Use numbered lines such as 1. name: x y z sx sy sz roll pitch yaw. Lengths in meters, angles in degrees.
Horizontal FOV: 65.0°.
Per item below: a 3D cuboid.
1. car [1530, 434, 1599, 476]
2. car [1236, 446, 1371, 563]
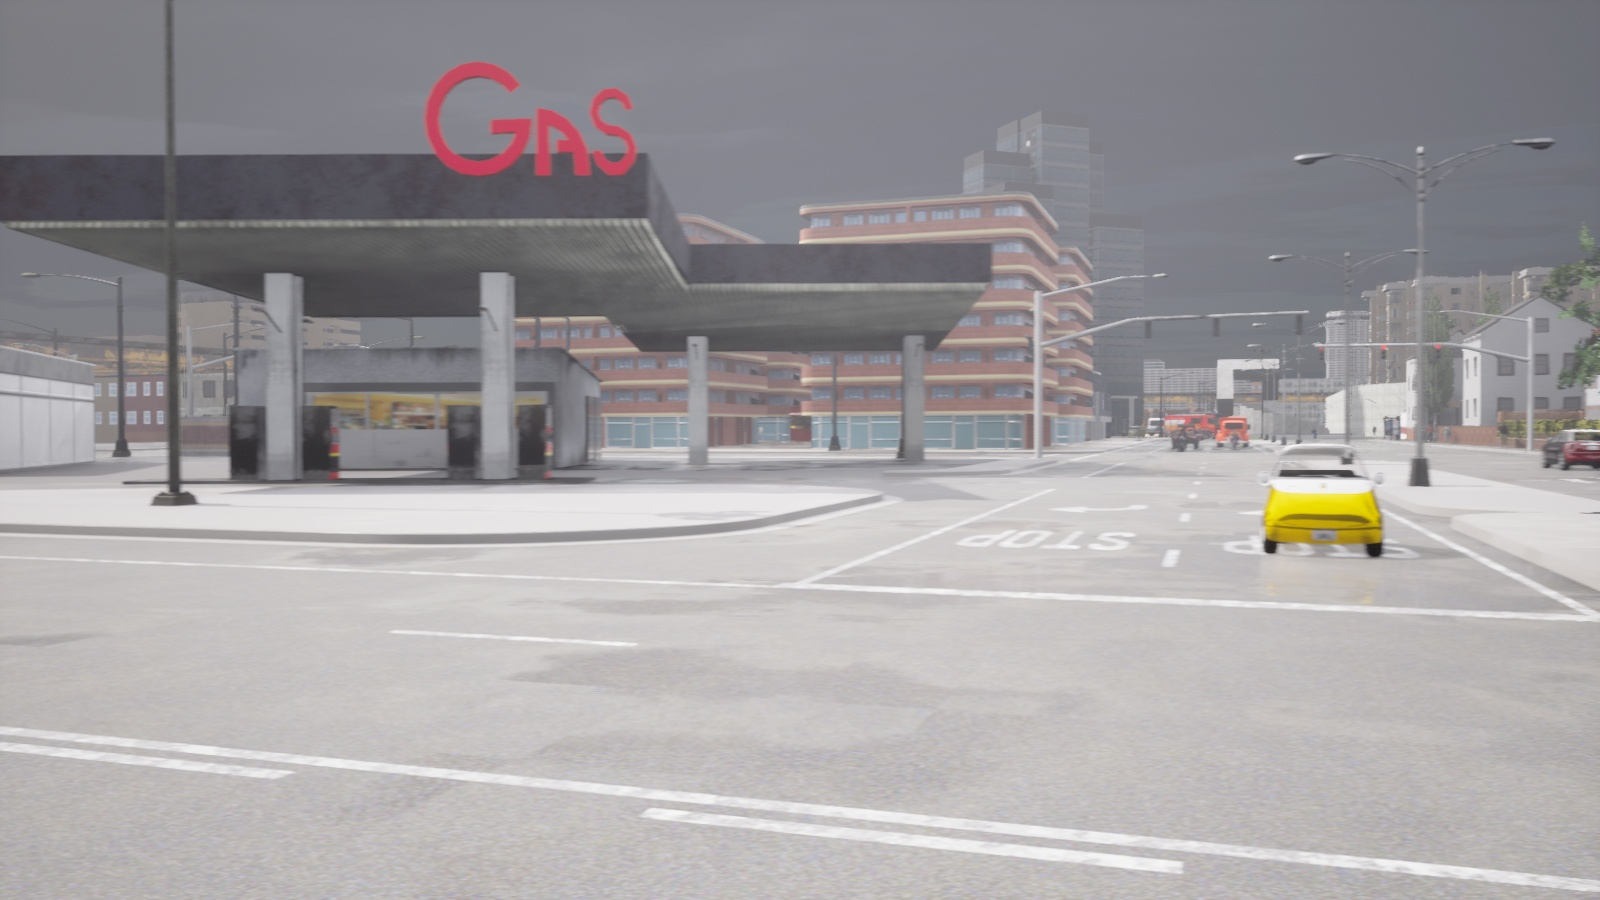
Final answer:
1. car: 28.627 0.155 46.548 1.970 1.475 3.806 1 1 18
2. car: 6.445 0.645 16.263 1.481 1.376 2.207 1 0 18
